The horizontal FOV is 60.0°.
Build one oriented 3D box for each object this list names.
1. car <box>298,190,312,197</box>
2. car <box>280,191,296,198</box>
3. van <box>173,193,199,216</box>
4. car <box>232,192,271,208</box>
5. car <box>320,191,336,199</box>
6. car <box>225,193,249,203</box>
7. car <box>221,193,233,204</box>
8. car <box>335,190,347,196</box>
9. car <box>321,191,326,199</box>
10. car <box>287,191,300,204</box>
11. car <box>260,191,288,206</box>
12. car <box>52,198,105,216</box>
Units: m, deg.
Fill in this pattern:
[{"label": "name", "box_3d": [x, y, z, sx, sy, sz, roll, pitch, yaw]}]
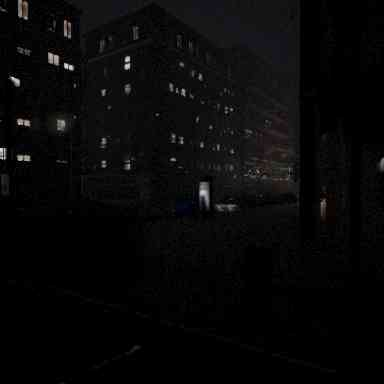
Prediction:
[{"label": "car", "box_3d": [26.605, 0.351, 78.481, 1.887, 1.381, 4.507, 1, 2, 35]}, {"label": "car", "box_3d": [20.052, 0.544, 69.285, 1.802, 1.307, 4.206, 1, 2, 35]}, {"label": "van", "box_3d": [0.095, 0.956, 27.686, 1.690, 1.788, 3.998, 1, 1, 35]}, {"label": "car", "box_3d": [6.654, 1.026, 36.897, 1.947, 1.339, 4.313, 1, 1, 35]}, {"label": "car", "box_3d": [26.331, 0.540, 64.516, 1.887, 1.381, 4.507, 1, 1, 35]}, {"label": "car", "box_3d": [6.948, 0.855, 50.892, 1.802, 1.307, 4.206, 1, 2, 35]}, {"label": "car", "box_3d": [5.739, 0.836, 44.914, 1.882, 1.535, 5.008, 0, 1, 36]}, {"label": "car", "box_3d": [38.552, 0.158, 86.106, 1.994, 1.385, 4.181, 0, 1, 35]}, {"label": "car", "box_3d": [23.052, 0.513, 59.911, 1.967, 1.590, 4.097, 1, 1, 35]}, {"label": "car", "box_3d": [13.213, 0.872, 46.104, 1.947, 1.339, 4.313, 1, 1, 35]}, {"label": "car", "box_3d": [9.933, 0.928, 41.500, 1.887, 1.381, 4.507, 1, 1, 35]}, {"label": "car", "box_3d": [-9.433, 1.204, 27.899, 1.887, 1.381, 4.507, 1, 2, 35]}]
